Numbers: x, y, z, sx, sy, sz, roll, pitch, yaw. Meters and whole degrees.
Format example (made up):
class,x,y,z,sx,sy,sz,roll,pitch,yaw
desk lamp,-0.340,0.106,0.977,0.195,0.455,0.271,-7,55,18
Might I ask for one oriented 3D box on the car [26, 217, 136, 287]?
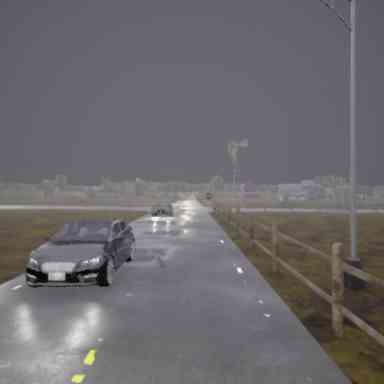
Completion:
class,x,y,z,sx,sy,sz,roll,pitch,yaw
car,-2.817,1.497,9.411,2.128,1.511,4.902,0,0,0

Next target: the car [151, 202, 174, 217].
class,x,y,z,sx,sy,sz,roll,pitch,yaw
car,-2.799,1.651,32.383,1.994,1.385,4.181,0,0,1
